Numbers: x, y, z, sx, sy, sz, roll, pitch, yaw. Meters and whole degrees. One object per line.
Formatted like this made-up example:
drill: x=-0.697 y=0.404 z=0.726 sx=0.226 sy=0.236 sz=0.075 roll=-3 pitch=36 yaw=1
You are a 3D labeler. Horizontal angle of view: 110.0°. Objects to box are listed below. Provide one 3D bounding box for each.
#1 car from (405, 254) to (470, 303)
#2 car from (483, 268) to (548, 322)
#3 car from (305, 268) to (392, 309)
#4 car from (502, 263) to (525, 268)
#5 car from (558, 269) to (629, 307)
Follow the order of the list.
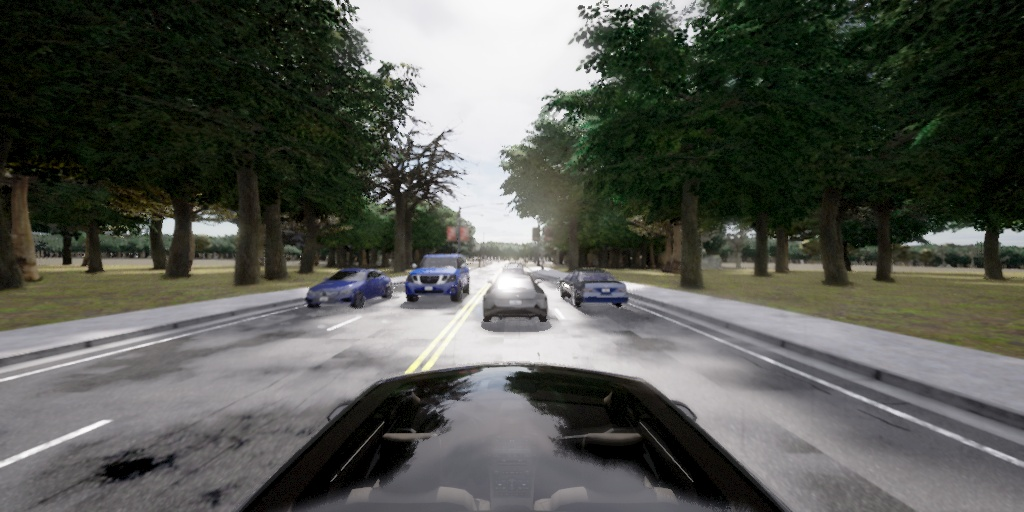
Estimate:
car: x=-3.256 y=0.915 z=16.794 sx=2.150 sy=2.045 sz=5.566 roll=0 pitch=0 yaw=0
car: x=0.098 y=1.278 z=12.187 sx=1.994 sy=1.385 sz=4.181 roll=0 pitch=0 yaw=0
car: x=-6.436 y=1.232 z=14.745 sx=1.812 sy=1.442 sz=4.674 roll=0 pitch=0 yaw=2
car: x=0.094 y=1.255 z=30.485 sx=2.033 sy=1.411 sz=5.357 roll=0 pitch=0 yaw=0
car: x=3.218 y=1.253 z=15.151 sx=2.033 sy=1.411 sz=5.357 roll=0 pitch=0 yaw=-2
